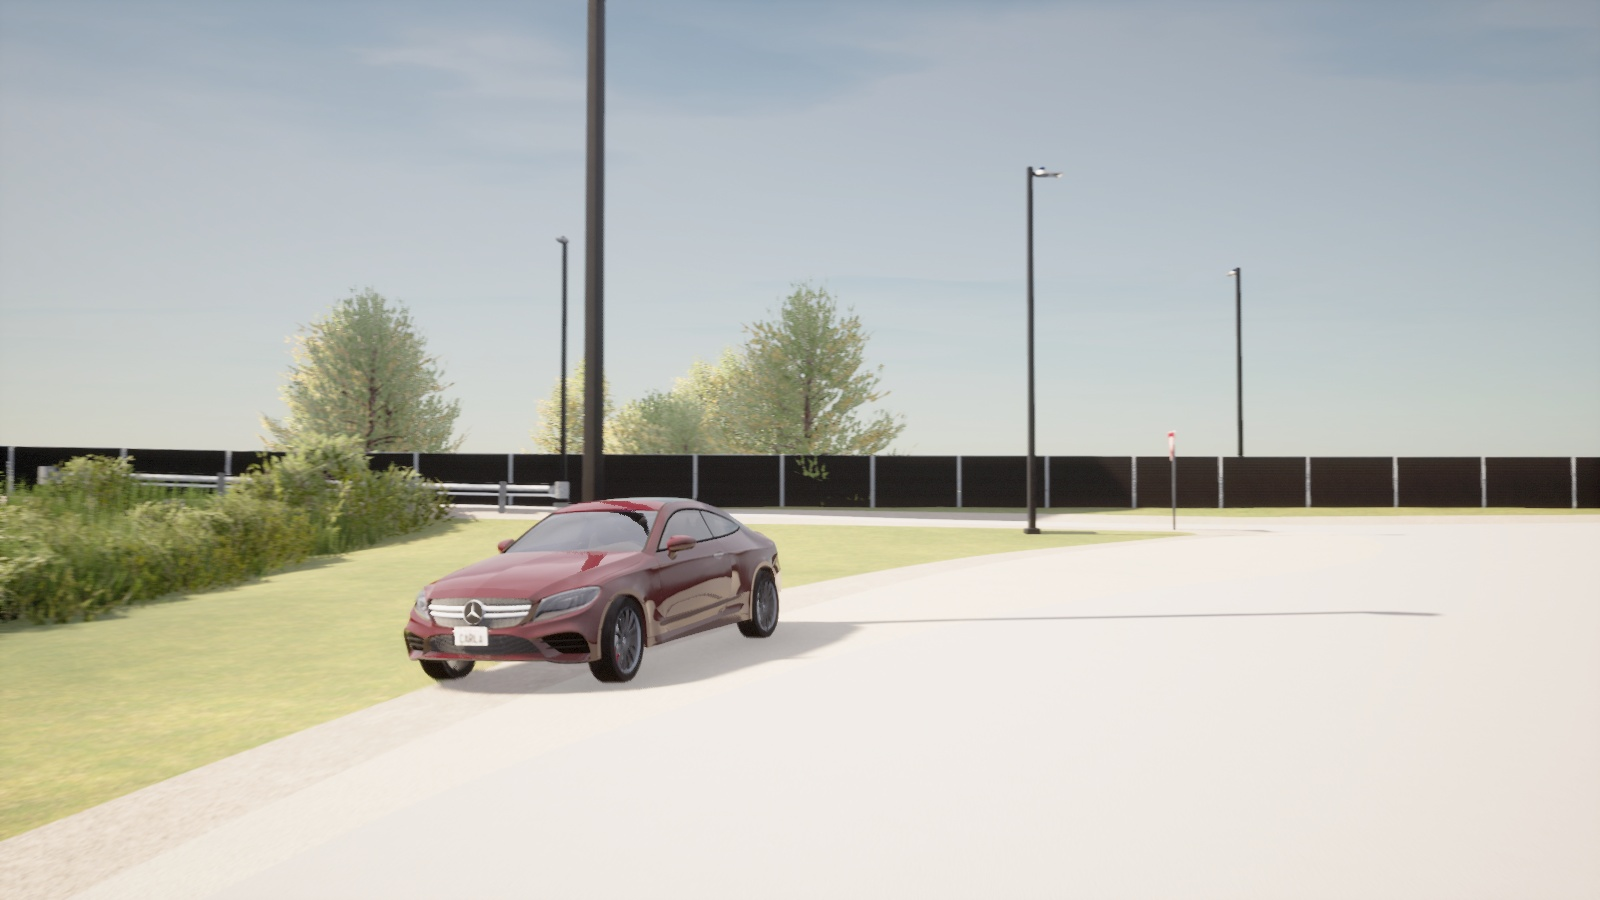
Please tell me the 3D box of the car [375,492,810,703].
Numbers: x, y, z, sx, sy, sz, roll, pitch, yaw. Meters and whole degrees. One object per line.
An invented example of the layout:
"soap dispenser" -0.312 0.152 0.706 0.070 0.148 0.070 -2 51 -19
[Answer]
"car" -1.617 1.197 11.711 1.812 1.442 4.674 -3 -2 21
